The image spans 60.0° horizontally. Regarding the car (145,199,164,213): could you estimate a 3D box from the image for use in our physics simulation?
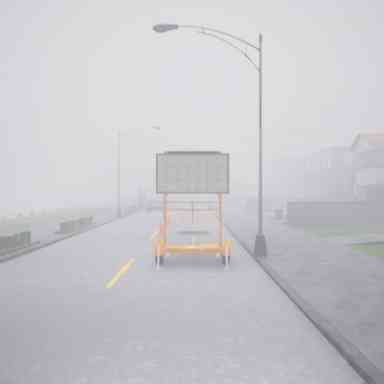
[{"bbox_3d":[-4.021,1.524,37.407,2.033,1.411,5.357,0,0,0],"label":"car"}]

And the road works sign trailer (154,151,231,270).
[{"bbox_3d":[0.022,0.457,11.028,2.380,3.560,2.880,0,0,0],"label":"road works sign trailer"}]

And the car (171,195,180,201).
[{"bbox_3d":[-3.833,1.295,78.602,1.994,1.385,4.181,0,0,0],"label":"car"}]
